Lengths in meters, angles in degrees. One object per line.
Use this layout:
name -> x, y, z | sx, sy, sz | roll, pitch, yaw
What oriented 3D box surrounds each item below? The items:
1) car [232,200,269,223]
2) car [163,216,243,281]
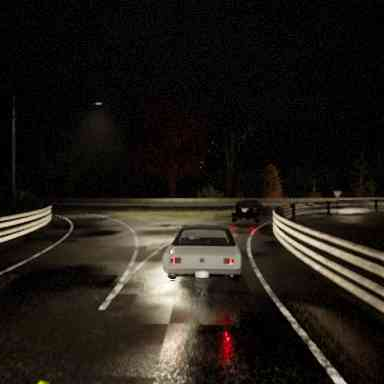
car -> 4.718, 1.417, 26.335 | 2.097, 1.767, 4.553 | 0, 0, 24
car -> 0.399, 1.625, 9.906 | 1.895, 1.301, 4.718 | 0, 0, 4
